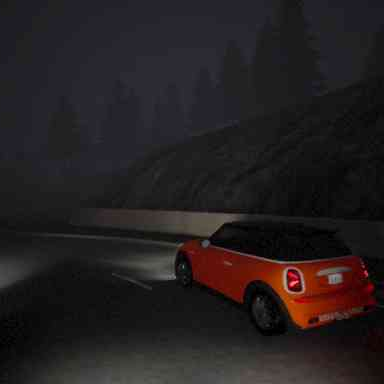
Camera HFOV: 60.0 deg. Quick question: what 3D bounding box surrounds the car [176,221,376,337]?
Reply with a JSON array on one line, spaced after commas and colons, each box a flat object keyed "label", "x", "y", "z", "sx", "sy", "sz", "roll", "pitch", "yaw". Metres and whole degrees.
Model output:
[{"label": "car", "x": 1.325, "y": 1.397, "z": 7.140, "sx": 2.097, "sy": 1.767, "sz": 4.553, "roll": 0, "pitch": 0, "yaw": -26}]
